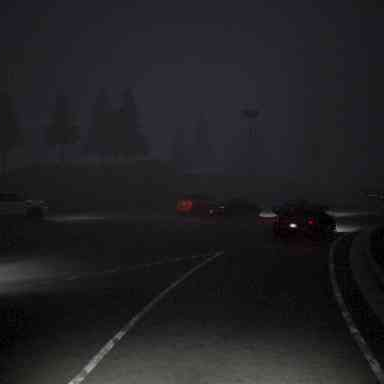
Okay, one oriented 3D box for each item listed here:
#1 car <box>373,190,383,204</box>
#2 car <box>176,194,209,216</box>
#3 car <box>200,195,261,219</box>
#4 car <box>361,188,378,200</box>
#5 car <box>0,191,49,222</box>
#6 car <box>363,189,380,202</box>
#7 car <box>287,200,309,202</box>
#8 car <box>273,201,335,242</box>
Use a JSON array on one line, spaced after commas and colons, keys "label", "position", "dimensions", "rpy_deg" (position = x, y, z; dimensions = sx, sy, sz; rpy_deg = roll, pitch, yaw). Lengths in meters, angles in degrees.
[{"label": "car", "position": [26.801, 0.792, 44.574], "dimensions": [4.902, 1.511, 2.128], "rpy_deg": [0, 1, -40]}, {"label": "car", "position": [0.957, 0.938, 27.378], "dimensions": [4.553, 1.767, 2.097], "rpy_deg": [-1, 1, -40]}, {"label": "car", "position": [3.093, 1.151, 24.605], "dimensions": [4.674, 1.442, 1.812], "rpy_deg": [-1, 1, -40]}, {"label": "car", "position": [31.435, 0.322, 57.758], "dimensions": [5.566, 2.045, 2.150], "rpy_deg": [-1, 1, -40]}, {"label": "car", "position": [-12.084, 0.914, 20.965], "dimensions": [5.566, 2.045, 2.150], "rpy_deg": [0, 1, -40]}, {"label": "car", "position": [28.684, 0.698, 50.737], "dimensions": [4.902, 1.511, 2.128], "rpy_deg": [-1, 1, -40]}, {"label": "car", "position": [8.047, 1.227, 24.201], "dimensions": [4.718, 1.301, 1.895], "rpy_deg": [-1, 1, -40]}, {"label": "car", "position": [5.219, 1.327, 15.301], "dimensions": [1.994, 1.385, 4.181], "rpy_deg": [0, 1, 32]}]
